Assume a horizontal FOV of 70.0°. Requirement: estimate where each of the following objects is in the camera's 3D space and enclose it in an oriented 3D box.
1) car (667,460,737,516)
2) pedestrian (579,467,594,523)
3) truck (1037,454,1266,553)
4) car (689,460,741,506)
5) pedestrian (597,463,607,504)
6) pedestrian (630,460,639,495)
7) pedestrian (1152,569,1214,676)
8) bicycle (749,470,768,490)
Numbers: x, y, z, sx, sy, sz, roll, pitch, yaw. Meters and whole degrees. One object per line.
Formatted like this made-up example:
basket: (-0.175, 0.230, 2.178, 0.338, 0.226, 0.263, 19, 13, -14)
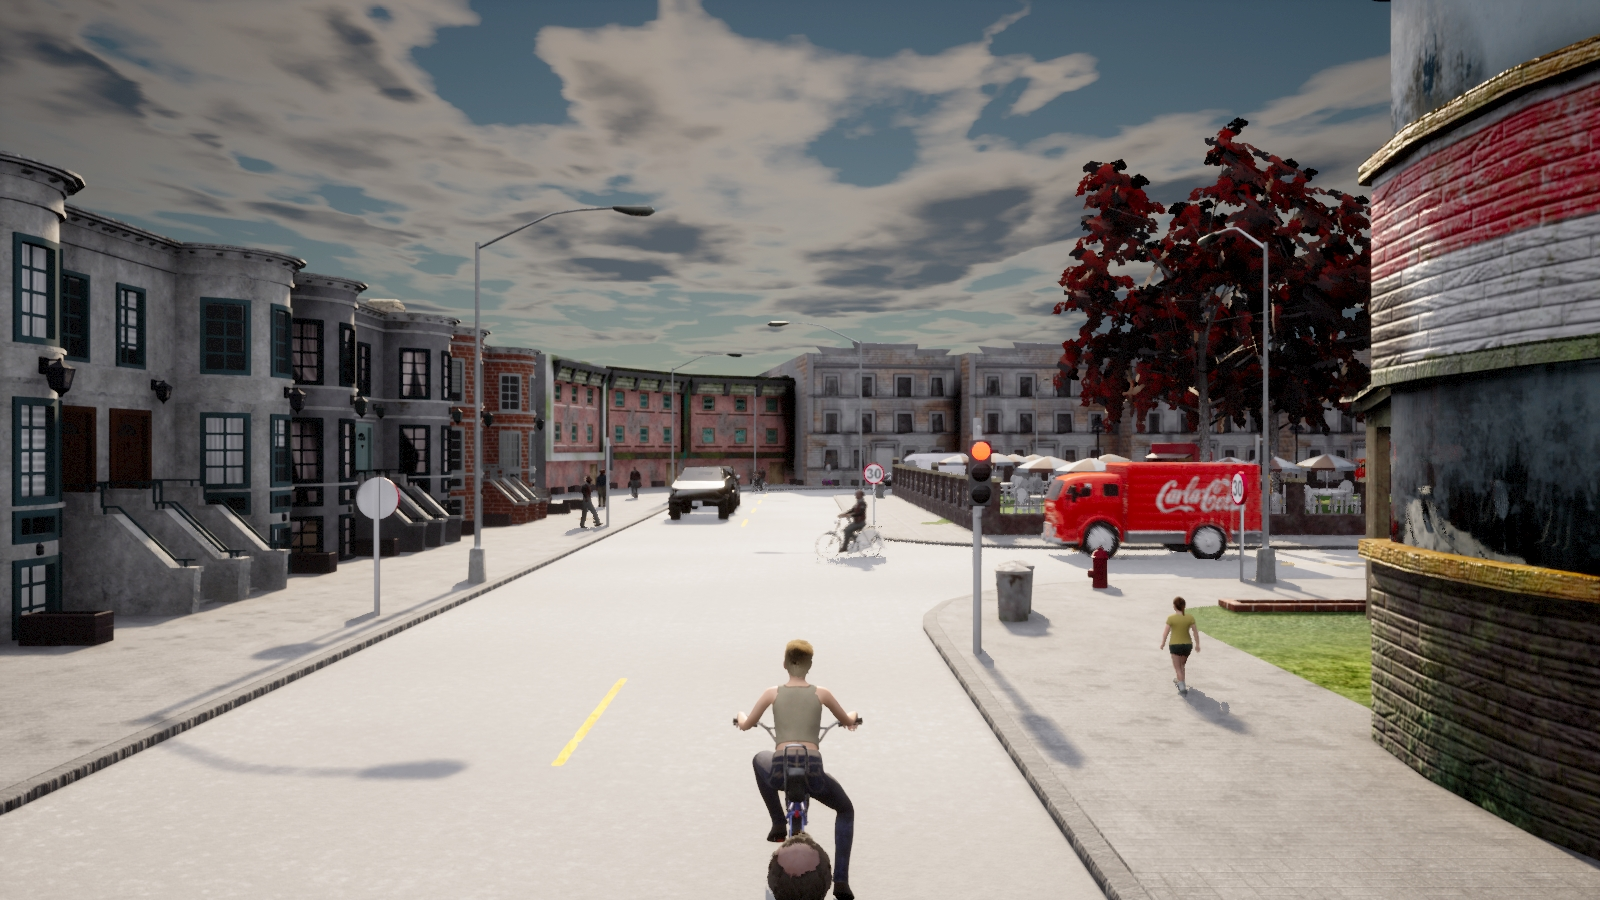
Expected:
car: (-3.997, 1.515, 47.708, 2.390, 2.098, 6.274, 0, 0, 0)
pedestrian: (-7.204, 1.509, 38.583, 0.375, 1.860, 0.375, 0, 0, 20)
truck: (9.085, 1.336, 29.961, 5.204, 2.467, 2.627, 0, 0, 0)
car: (-4.051, 1.538, 55.431, 2.150, 2.045, 5.566, 0, 0, 0)
pedestrian: (-9.032, 1.503, 52.135, 0.375, 1.860, 0.375, 0, 0, 5)
pedestrian: (-8.969, 1.501, 61.983, 0.375, 1.860, 0.375, 0, 0, 8)
pedestrian: (4.236, 1.899, 12.650, 0.500, 1.100, 0.500, 0, 0, -3)
bicycle: (-2.647, 1.913, 73.022, 0.329, 1.271, 1.835, 3, 1, 25)
